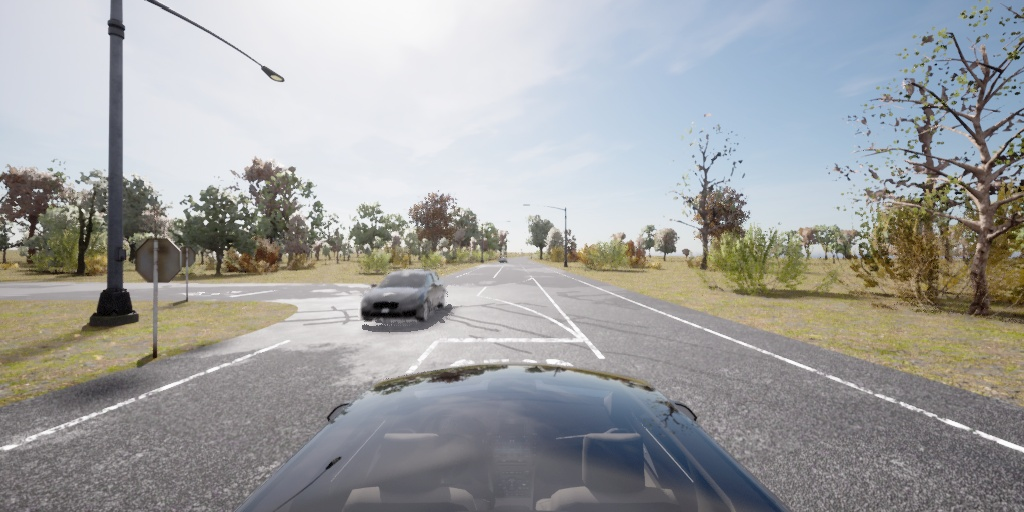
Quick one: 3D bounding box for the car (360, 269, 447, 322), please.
[{"bbox_3d":[-3.486,1.245,12.305,1.837,1.490,4.892,0,0,0],"label":"car"}]
